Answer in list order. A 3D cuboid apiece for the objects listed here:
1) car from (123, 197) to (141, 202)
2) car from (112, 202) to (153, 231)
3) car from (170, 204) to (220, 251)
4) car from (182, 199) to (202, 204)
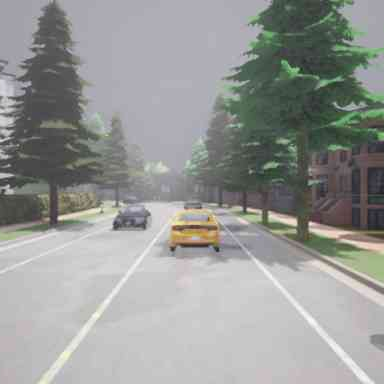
[{"bbox_3d":[-11.234,1.562,62.149,2.033,1.411,5.357,0,0,-33],"label":"car"},{"bbox_3d":[-3.601,1.569,20.764,1.994,1.385,4.181,0,0,0],"label":"car"},{"bbox_3d":[0.105,1.481,14.195,1.882,1.535,5.008,0,0,0],"label":"car"},{"bbox_3d":[0.052,1.500,34.788,2.128,1.511,4.902,0,0,-2],"label":"car"}]
